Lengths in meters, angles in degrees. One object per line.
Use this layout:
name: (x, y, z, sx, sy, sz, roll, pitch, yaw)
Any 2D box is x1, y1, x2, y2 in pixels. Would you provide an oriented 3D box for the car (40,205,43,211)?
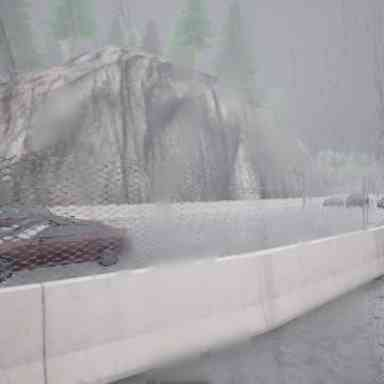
car: (-8.526, 1.370, 15.239, 4.553, 1.767, 2.097, 0, 0, -37)

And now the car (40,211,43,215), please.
car: (-5.779, 1.575, 12.921, 4.181, 1.385, 1.994, 0, 0, -37)

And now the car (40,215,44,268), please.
car: (-4.055, 1.533, 9.830, 4.674, 1.442, 1.812, 0, 0, -37)
